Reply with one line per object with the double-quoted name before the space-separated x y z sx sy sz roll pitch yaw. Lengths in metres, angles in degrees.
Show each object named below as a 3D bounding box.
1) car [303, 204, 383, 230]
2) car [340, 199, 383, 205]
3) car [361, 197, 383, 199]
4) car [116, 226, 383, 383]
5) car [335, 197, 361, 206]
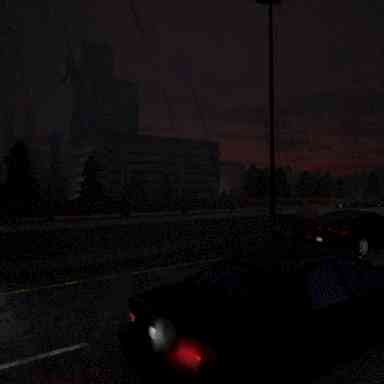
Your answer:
"car" 6.279 1.424 12.587 5.008 1.535 1.882 0 0 -36
"car" 14.605 1.479 27.442 4.718 1.301 1.895 0 0 -36
"car" 20.908 1.353 36.279 4.892 1.490 1.837 0 0 -36
"car" 1.652 1.531 4.951 5.357 1.411 2.033 0 0 -36
"car" 18.805 1.344 39.075 4.902 1.511 2.128 0 0 -36
